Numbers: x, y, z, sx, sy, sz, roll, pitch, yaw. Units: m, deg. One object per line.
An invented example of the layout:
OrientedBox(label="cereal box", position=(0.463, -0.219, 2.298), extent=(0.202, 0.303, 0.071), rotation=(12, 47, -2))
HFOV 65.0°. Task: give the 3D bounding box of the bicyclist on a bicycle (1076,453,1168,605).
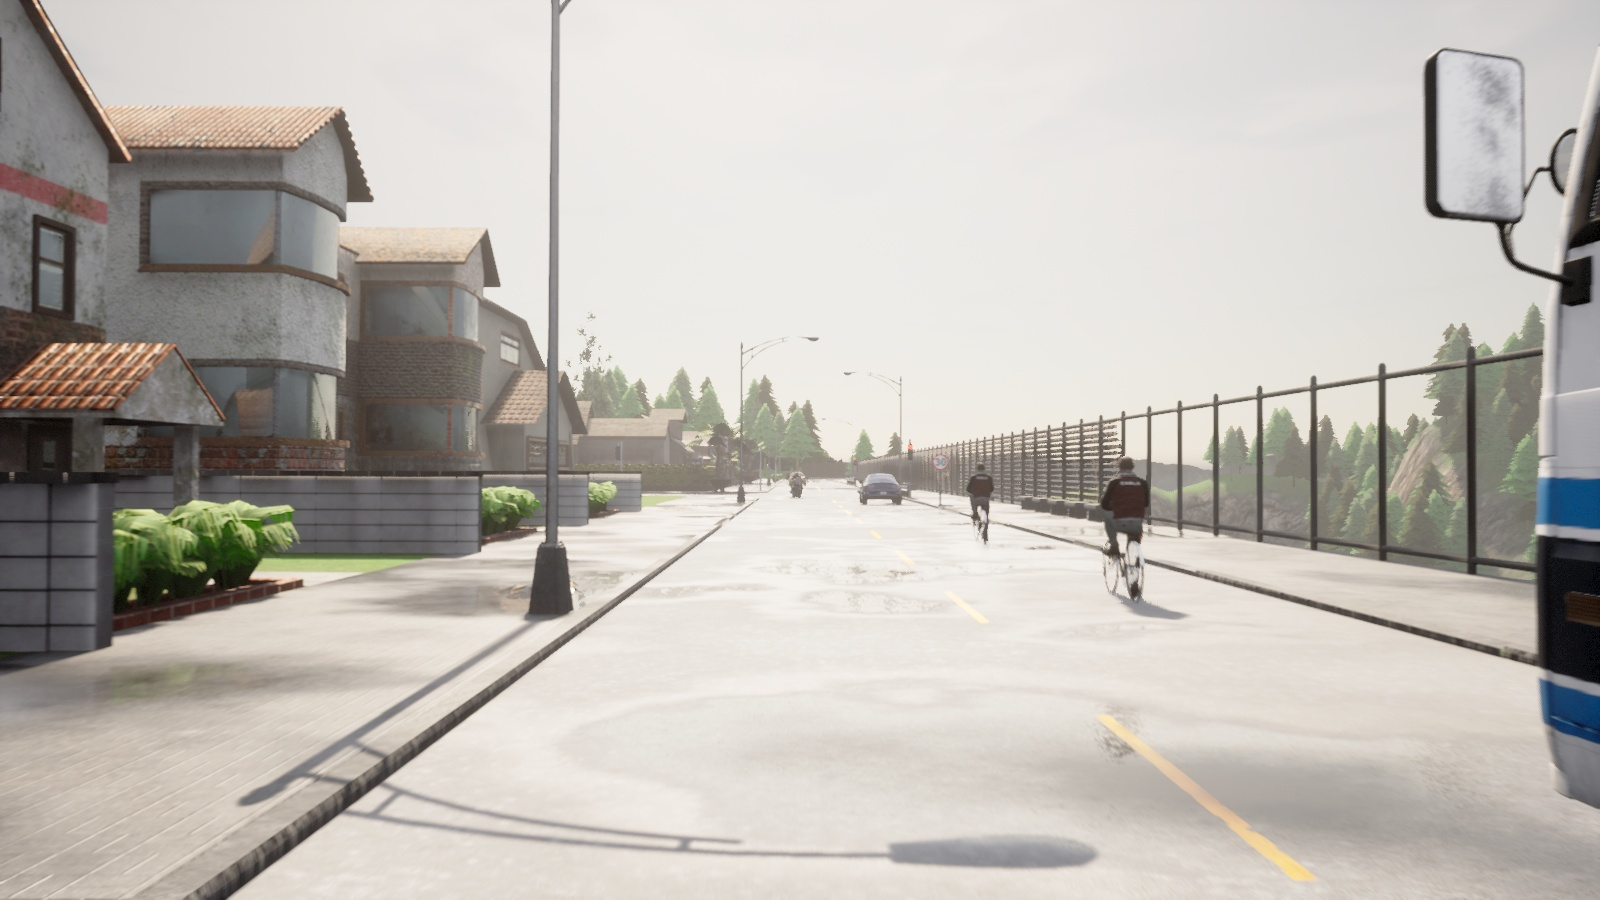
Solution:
OrientedBox(label="bicyclist on a bicycle", position=(3.962, 0.930, 15.578), extent=(0.659, 1.776, 1.843), rotation=(0, -1, 0))

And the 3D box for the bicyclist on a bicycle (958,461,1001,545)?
OrientedBox(label="bicyclist on a bicycle", position=(3.932, 1.132, 27.612), extent=(0.659, 1.776, 1.843), rotation=(0, -1, 0))

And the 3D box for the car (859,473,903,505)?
OrientedBox(label="car", position=(3.852, 1.834, 60.254), extent=(1.812, 1.442, 4.674), rotation=(0, -1, 0))

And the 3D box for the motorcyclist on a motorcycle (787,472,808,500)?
OrientedBox(label="motorcyclist on a motorcycle", position=(-0.151, 2.063, 72.417), extent=(0.866, 1.530, 2.191), rotation=(-1, -1, -9))

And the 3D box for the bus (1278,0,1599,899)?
OrientedBox(label="bus", position=(3.994, -0.576, 0.108), extent=(3.944, 4.253, 10.273), rotation=(0, -1, 0))
